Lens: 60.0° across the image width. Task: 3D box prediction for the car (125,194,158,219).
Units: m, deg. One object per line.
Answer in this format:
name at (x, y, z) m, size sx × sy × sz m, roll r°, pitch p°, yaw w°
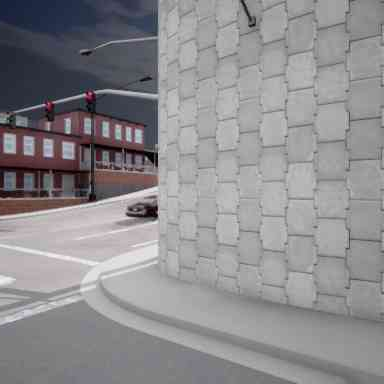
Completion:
car at (-2.012, 0.864, 22.201) m, size 2.033 × 1.411 × 5.357 m, roll 0°, pitch 6°, yaw 35°
